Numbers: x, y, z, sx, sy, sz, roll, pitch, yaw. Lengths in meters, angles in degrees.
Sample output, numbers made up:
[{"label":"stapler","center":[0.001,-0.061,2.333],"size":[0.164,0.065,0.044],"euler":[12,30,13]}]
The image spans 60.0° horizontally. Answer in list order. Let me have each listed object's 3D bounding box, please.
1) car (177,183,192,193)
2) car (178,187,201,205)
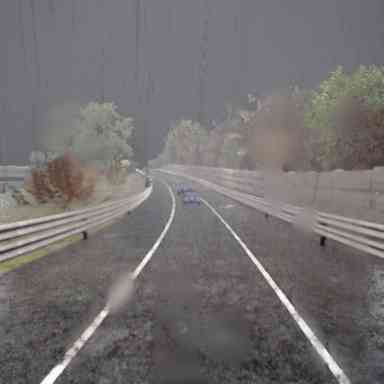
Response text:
[{"label":"car","center":[-1.063,-0.542,47.538],"size":[2.097,1.767,4.553],"euler":[0,5,-5]},{"label":"car","center":[-0.136,0.565,35.065],"size":[2.033,1.411,5.357],"euler":[0,3,-4]}]
